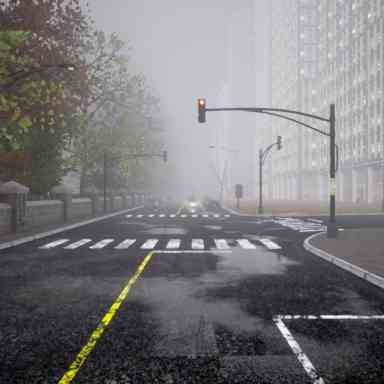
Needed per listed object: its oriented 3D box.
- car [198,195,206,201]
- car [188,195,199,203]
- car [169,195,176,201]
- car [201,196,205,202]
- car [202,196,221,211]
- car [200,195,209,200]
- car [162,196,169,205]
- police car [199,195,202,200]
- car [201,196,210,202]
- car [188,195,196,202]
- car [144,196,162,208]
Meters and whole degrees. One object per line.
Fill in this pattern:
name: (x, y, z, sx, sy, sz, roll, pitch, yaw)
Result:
car: (2.669, 1.643, 92.168, 2.008, 1.369, 4.403, 0, 0, 0)
car: (0.028, 1.566, 70.997, 2.128, 1.511, 4.902, 0, 0, 0)
car: (-5.710, 1.627, 86.534, 1.887, 1.381, 4.507, 0, 0, 0)
car: (2.679, 1.592, 47.109, 1.947, 1.339, 4.313, 0, 0, 0)
car: (2.681, 1.587, 41.477, 1.947, 1.339, 4.313, 0, 0, 0)
car: (2.678, 1.598, 52.742, 1.947, 1.339, 4.313, 0, 0, 0)
car: (-5.703, 1.478, 58.373, 1.967, 1.590, 4.097, 0, 0, 0)
police car: (3.117, 1.479, 69.899, 1.930, 1.638, 5.238, 0, 0, 0)
car: (3.131, 1.590, 76.789, 1.812, 1.442, 4.674, 0, 0, 0)
car: (-0.020, 1.571, 80.014, 1.837, 1.490, 4.892, 0, 0, 0)
car: (-5.701, 1.608, 47.107, 1.802, 1.307, 4.206, 0, 0, 0)
